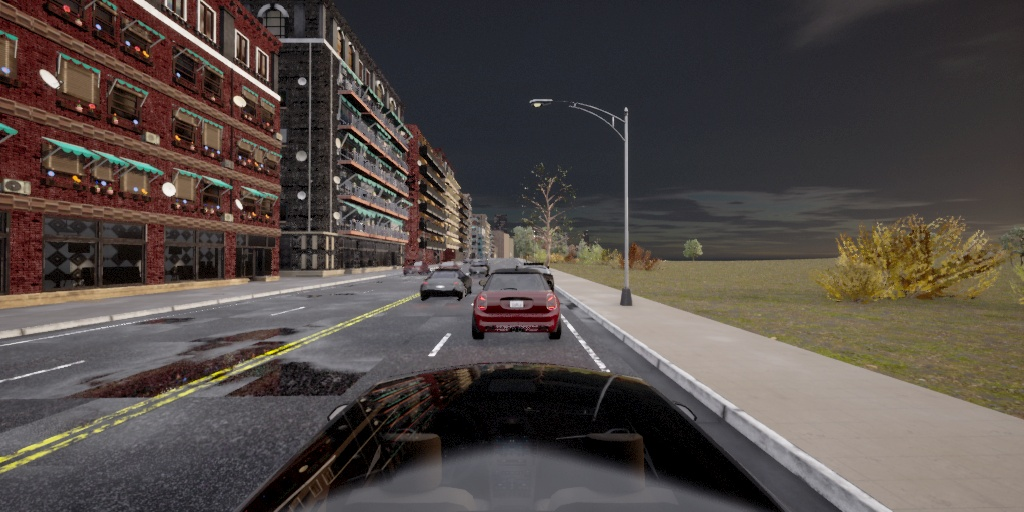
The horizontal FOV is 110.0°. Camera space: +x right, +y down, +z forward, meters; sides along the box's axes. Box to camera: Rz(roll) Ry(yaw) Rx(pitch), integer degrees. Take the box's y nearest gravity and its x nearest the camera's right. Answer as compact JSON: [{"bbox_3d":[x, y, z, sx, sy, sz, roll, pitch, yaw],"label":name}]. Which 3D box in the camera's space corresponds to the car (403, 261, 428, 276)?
[{"bbox_3d":[-9.780,1.278,36.932,1.812,1.442,4.674,0,0,0],"label":"car"}]

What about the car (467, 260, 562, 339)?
[{"bbox_3d":[0.112,1.103,10.184,2.097,1.767,4.553,0,0,0],"label":"car"}]

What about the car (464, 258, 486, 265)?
[{"bbox_3d":[-3.083,1.244,35.022,2.128,1.511,4.902,0,0,0],"label":"car"}]

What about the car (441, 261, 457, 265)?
[{"bbox_3d":[-6.530,1.278,36.944,1.812,1.442,4.674,0,0,0],"label":"car"}]

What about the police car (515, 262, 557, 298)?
[{"bbox_3d":[1.173,1.178,19.680,1.930,1.638,5.238,0,0,0],"label":"police car"}]

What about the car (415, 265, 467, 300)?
[{"bbox_3d":[-3.119,1.316,17.638,1.994,1.385,4.181,0,0,0],"label":"car"}]
